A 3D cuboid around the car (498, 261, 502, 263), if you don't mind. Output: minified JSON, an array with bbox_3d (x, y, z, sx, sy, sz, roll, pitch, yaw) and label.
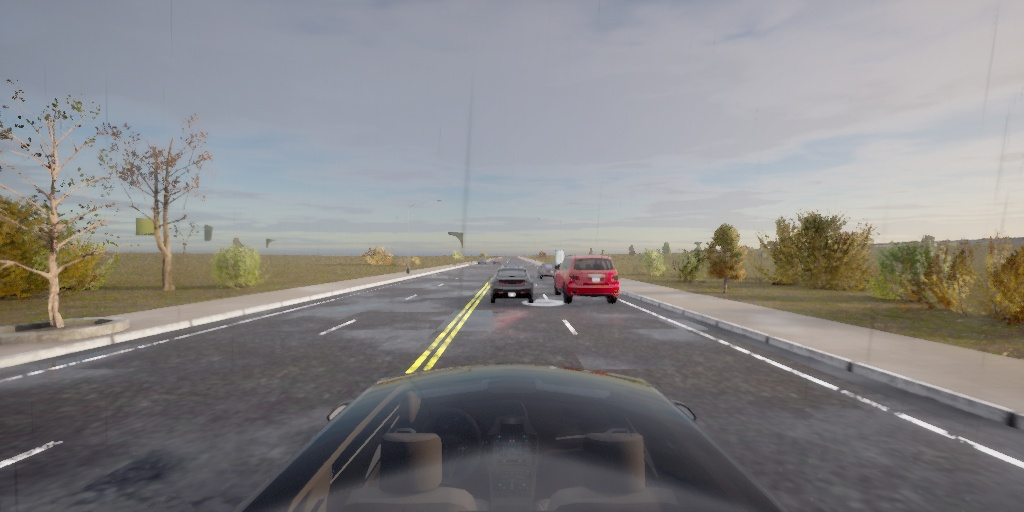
[{"bbox_3d":[0.000,1.317,31.500,1.994,1.385,4.181,0,0,0],"label":"car"}]

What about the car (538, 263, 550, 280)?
[{"bbox_3d":[3.250,1.307,31.500,2.033,1.411,5.357,0,0,0],"label":"car"}]

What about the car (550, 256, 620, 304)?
[{"bbox_3d":[3.250,1.006,16.530,2.150,2.045,5.566,0,0,0],"label":"car"}]

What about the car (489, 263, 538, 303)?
[{"bbox_3d":[0.000,1.265,16.500,1.837,1.490,4.892,0,0,0],"label":"car"}]
